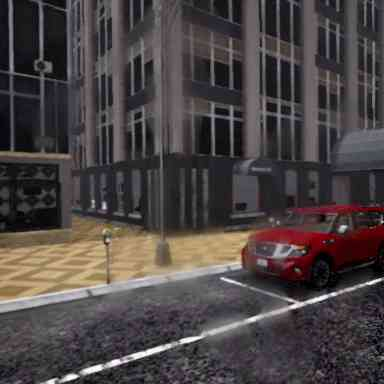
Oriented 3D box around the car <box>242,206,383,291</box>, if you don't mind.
[{"bbox_3d":[3.679,1.326,9.203,5.009,1.841,2.192,0,-1,-35],"label":"car"}]
